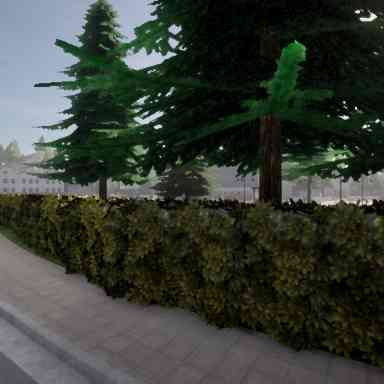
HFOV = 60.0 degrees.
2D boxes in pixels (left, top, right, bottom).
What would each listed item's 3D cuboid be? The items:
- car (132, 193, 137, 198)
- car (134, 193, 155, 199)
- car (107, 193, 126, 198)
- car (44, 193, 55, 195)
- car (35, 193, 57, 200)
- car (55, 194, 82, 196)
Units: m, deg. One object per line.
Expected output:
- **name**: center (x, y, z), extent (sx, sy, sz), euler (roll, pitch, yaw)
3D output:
- **car**: center (-10.889, 1.097, 77.775), extent (4.605, 1.855, 1.932), euler (0, 0, -36)
- **car**: center (-7.941, 1.384, 60.690), extent (3.806, 1.475, 1.970), euler (0, 0, -36)
- **car**: center (-20.372, 1.154, 90.295), extent (5.027, 1.636, 2.152), euler (0, 0, -36)
- **car**: center (-29.650, 1.298, 72.179), extent (4.514, 1.523, 2.007), euler (0, 0, -36)
- **car**: center (-36.329, 1.097, 82.718), extent (4.605, 1.855, 1.932), euler (0, 0, -36)
- **car**: center (-23.862, 1.320, 64.033), extent (3.633, 1.501, 1.845), euler (0, 0, -36)
